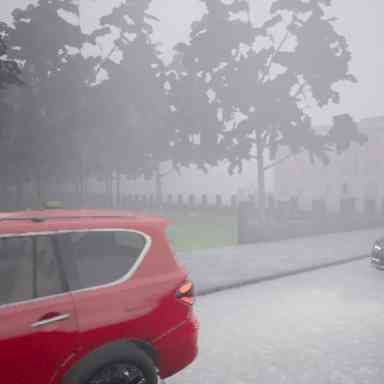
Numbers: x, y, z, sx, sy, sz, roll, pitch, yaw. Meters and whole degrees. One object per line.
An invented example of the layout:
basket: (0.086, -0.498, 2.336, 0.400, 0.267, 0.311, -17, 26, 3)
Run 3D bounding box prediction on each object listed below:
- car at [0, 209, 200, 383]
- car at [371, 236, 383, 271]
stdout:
car: (-2.520, 1.223, 2.804, 5.566, 2.045, 2.150, 0, 0, -35)
car: (7.091, 1.485, 9.631, 4.902, 1.511, 2.128, 0, 0, -35)
